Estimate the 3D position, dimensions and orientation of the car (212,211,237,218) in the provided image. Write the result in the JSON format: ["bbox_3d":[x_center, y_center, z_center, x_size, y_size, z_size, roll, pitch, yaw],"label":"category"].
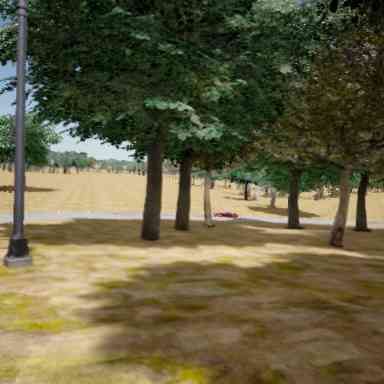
[{"bbox_3d":[6.233,4.278,63.896,4.718,1.301,1.895,4,2,-18],"label":"car"}]

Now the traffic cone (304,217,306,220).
[{"bbox_3d":[24.604,5.733,72.229,0.340,0.580,0.340,4,2,-18],"label":"traffic cone"}]
